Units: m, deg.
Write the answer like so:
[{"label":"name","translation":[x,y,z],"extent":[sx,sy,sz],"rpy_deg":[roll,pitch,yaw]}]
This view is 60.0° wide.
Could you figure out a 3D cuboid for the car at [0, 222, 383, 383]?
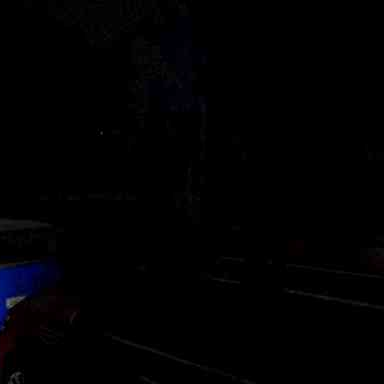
[{"label":"car","translation":[0.424,1.310,2.660],"extent":[5.009,1.841,2.192],"rpy_deg":[0,0,35]}]

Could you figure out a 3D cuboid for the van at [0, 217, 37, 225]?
[{"label":"van","translation":[-4.003,1.309,5.817],"extent":[3.998,1.788,1.690],"rpy_deg":[0,0,35]}]
